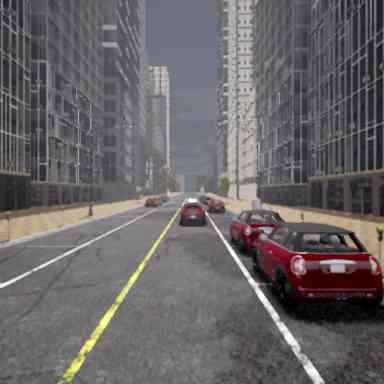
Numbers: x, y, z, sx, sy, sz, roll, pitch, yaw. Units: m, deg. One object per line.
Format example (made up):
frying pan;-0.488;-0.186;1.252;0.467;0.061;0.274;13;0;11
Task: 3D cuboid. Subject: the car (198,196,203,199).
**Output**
car;0.056;1.532;41.767;1.895;1.301;4.718;0;0;0

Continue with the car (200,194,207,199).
car;2.634;1.468;53.605;1.947;1.339;4.313;0;0;0

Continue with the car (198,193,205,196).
car;2.622;1.438;64.989;1.947;1.339;4.313;0;0;0

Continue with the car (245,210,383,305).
car;2.683;1.429;8.066;1.967;1.590;4.097;0;0;0

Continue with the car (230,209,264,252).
car;2.676;1.421;13.758;1.967;1.590;4.097;0;0;0

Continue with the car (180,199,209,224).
car;0.073;1.490;24.500;1.812;1.442;4.674;0;0;0

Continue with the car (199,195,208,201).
car;2.610;1.405;76.373;1.947;1.339;4.313;0;0;0

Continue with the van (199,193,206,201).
van;2.604;1.162;82.067;1.690;1.788;3.998;0;0;0

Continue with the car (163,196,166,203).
car;-5.747;1.484;53.604;1.802;1.307;4.206;0;0;0

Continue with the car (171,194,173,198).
car;-5.765;1.422;70.681;1.947;1.339;4.313;0;0;0

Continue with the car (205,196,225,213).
car;2.652;1.487;36.528;1.887;1.381;4.507;0;0;0

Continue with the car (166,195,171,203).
car;-5.759;1.417;64.988;1.887;1.381;4.507;0;0;0

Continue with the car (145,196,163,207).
car;-5.740;1.461;47.910;1.887;1.381;4.507;0;0;0

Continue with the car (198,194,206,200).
car;2.598;1.243;87.758;1.967;1.590;4.097;0;0;0
